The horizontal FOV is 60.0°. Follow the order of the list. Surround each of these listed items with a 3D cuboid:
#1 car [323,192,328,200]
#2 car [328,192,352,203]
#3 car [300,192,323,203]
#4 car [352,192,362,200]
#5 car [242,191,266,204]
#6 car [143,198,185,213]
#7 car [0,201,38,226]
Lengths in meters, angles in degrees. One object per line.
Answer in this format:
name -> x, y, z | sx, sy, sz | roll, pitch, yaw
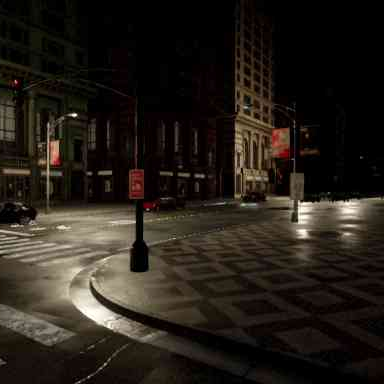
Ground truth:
car -> 22.983, 0.713, 56.673 | 2.128, 1.511, 4.902 | 0, 1, 35
car -> 22.439, 0.834, 50.303 | 1.812, 1.442, 4.674 | 0, 1, 36
car -> 17.242, 0.912, 48.590 | 1.994, 1.385, 4.181 | 0, 1, 35
car -> 29.593, 0.675, 60.380 | 1.812, 1.442, 4.674 | 0, 1, 35
car -> 9.082, 0.726, 48.572 | 2.097, 1.767, 4.553 | 0, 1, 36
car -> -2.754, 1.231, 32.011 | 1.895, 1.301, 4.718 | 0, 1, 35
car -> -11.677, 1.332, 19.558 | 1.837, 1.490, 4.892 | 0, 1, 36
